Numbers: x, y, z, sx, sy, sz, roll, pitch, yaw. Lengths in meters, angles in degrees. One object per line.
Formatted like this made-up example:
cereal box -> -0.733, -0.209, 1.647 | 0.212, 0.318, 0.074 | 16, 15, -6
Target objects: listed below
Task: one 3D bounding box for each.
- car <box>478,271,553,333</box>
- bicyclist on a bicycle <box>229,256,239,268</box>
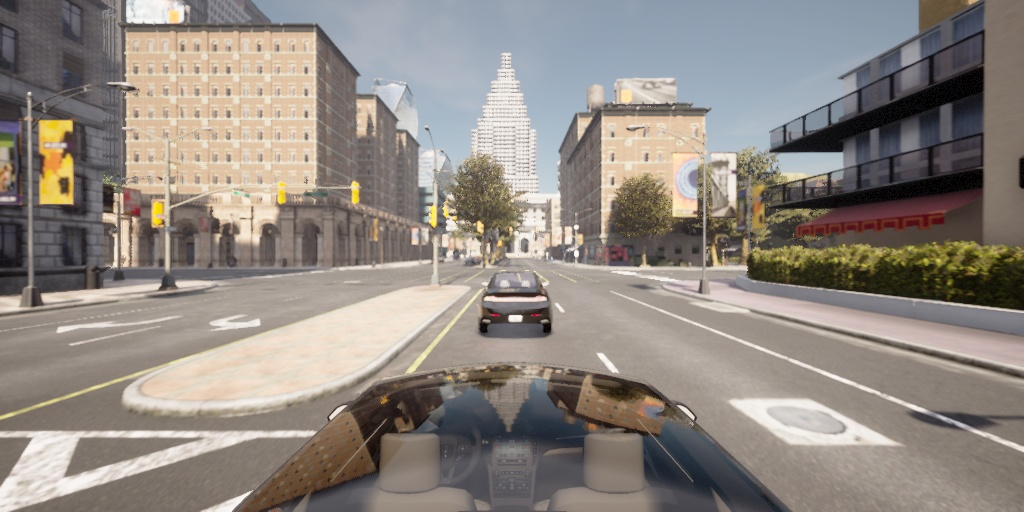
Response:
car -> 0.091, 1.187, 10.510 | 2.128, 1.511, 4.902 | 0, 0, 0
bicyclist on a bicycle -> -37.193, 0.765, 47.953 | 0.582, 1.620, 1.656 | 0, 1, 0
